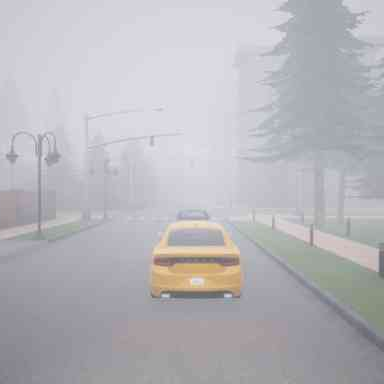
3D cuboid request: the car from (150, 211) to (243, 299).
[{"bbox_3d":[0.084,1.478,8.529,1.882,1.535,5.008,0,0,0],"label":"car"}]
